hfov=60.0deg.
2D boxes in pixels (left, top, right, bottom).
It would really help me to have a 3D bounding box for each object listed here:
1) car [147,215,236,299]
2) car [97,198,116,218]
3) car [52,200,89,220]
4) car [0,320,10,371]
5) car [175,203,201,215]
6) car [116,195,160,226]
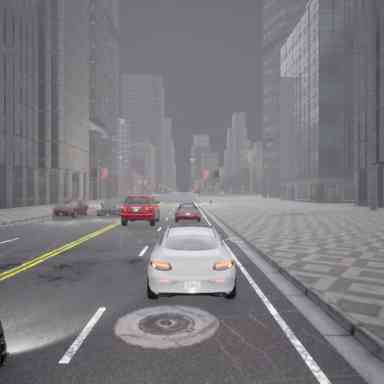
[{"bbox_3d":[-0.031,1.523,8.318,1.812,1.442,4.674,0,0,-1],"label":"car"},{"bbox_3d":[-7.096,1.336,30.059,2.097,1.767,4.553,0,0,-1],"label":"car"},{"bbox_3d":[-10.322,1.463,28.583,1.882,1.535,5.008,0,0,-1],"label":"car"},{"bbox_3d":[-3.181,1.563,2.324,1.994,1.385,4.181,0,0,-1],"label":"car"},{"bbox_3d":[-0.332,1.552,26.123,1.994,1.385,4.181,0,0,-1],"label":"car"},{"bbox_3d":[-3.535,1.213,23.402,2.150,2.045,5.566,0,0,-1],"label":"car"}]
